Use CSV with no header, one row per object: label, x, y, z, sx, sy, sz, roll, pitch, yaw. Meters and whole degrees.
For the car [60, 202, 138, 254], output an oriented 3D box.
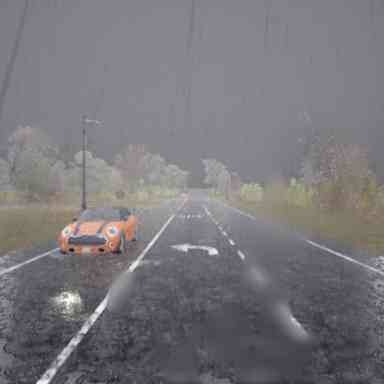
car,-3.503,1.335,13.248,2.097,1.767,4.553,0,0,0
